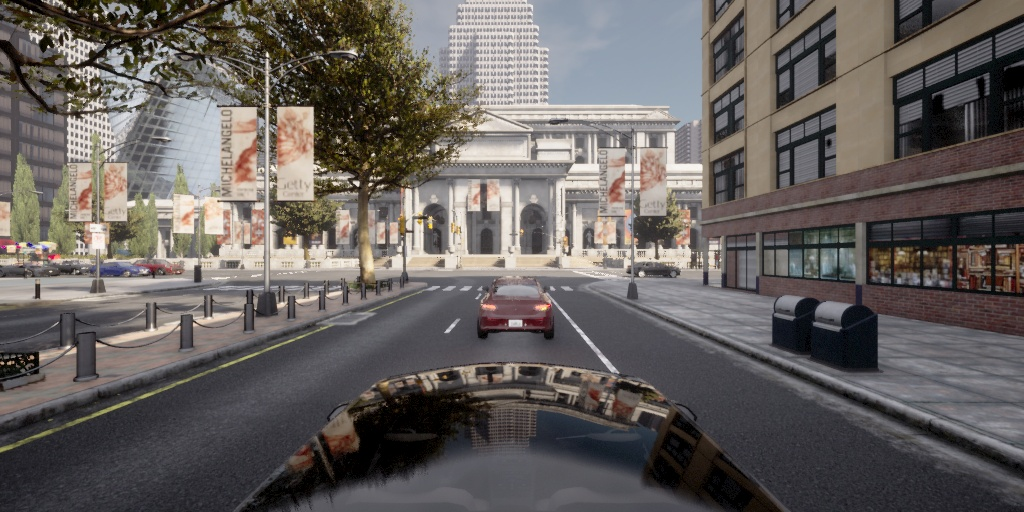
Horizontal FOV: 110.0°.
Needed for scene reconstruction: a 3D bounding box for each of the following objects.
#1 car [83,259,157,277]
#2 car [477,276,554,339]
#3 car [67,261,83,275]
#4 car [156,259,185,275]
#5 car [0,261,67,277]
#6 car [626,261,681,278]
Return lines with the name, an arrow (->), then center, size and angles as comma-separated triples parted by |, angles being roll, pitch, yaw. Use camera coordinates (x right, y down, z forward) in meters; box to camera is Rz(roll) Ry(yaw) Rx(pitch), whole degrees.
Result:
car -> -37.329, 1.276, 34.206 | 4.674, 1.442, 1.812 | 0, 0, 0
car -> 0.115, 1.276, 9.996 | 1.812, 1.442, 4.674 | 0, 0, 1
car -> -46.249, 1.241, 37.743 | 4.902, 1.511, 2.128 | 0, 0, 0
car -> -37.295, 1.102, 37.701 | 4.553, 1.767, 2.097 | 0, 0, 0
car -> -46.089, 1.314, 34.235 | 4.181, 1.385, 1.994 | 0, 0, -1
car -> 13.266, 1.255, 33.645 | 4.892, 1.490, 1.837 | 0, 0, 1
